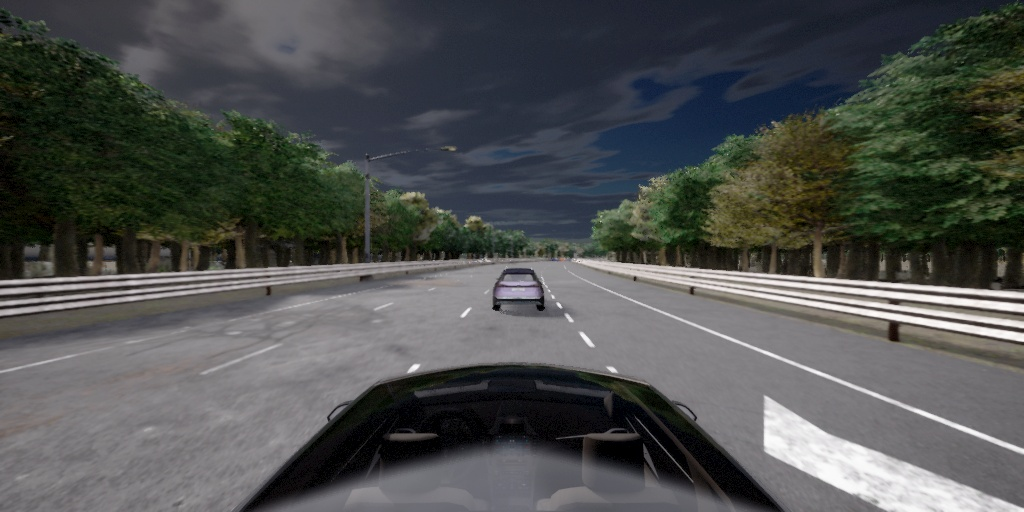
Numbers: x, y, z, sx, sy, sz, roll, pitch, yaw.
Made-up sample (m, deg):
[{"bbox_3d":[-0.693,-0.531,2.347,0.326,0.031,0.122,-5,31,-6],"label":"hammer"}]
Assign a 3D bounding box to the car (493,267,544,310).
[{"bbox_3d":[0.285,1.269,14.902,2.033,1.649,4.856,0,-1,1],"label":"car"}]
